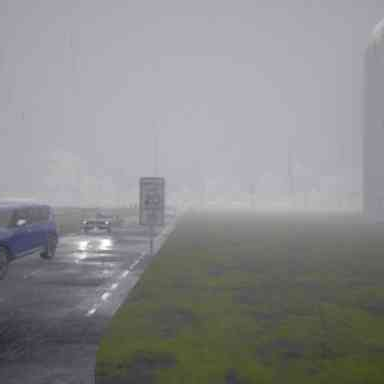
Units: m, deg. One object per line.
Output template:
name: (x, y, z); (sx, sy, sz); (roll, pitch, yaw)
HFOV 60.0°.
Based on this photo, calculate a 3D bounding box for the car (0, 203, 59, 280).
car: (-6.212, 1.401, 10.733); (2.150, 2.045, 5.566); (1, -2, -1)

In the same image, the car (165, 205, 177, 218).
car: (-3.319, 2.588, 41.869); (1.895, 1.301, 4.718); (1, -1, 1)

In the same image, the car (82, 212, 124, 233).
car: (-6.224, 2.101, 23.682); (1.895, 1.301, 4.718); (1, -1, 0)

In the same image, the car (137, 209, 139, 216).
car: (-6.124, 2.386, 45.392); (2.097, 1.767, 4.553); (1, -1, 0)
